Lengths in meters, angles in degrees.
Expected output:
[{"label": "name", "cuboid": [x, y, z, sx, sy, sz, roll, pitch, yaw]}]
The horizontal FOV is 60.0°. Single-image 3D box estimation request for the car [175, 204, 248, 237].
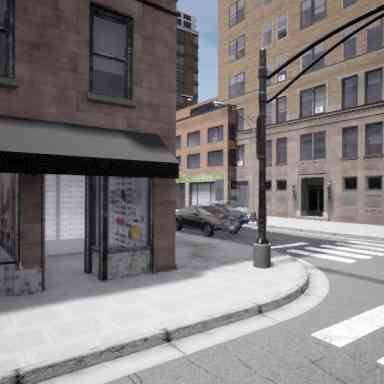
[{"label": "car", "cuboid": [0.600, 1.444, 17.920, 1.812, 1.442, 4.674, 0, 0, -34]}]
